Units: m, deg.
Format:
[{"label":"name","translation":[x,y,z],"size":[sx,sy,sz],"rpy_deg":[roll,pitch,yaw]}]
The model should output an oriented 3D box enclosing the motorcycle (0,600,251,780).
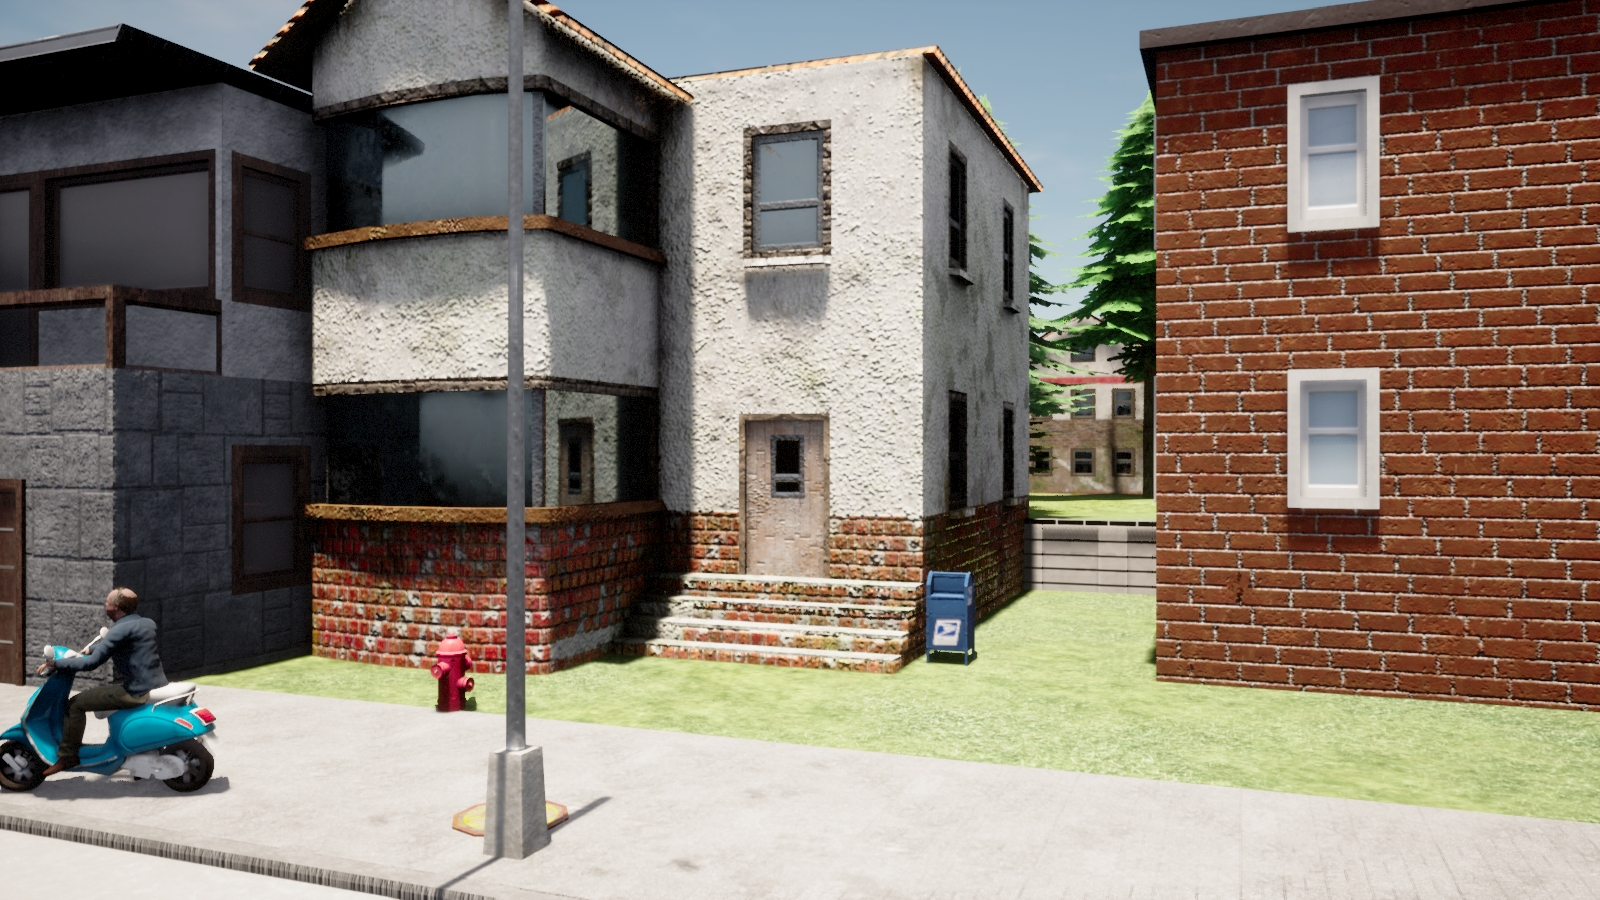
[{"label":"motorcycle","translation":[-5.442,1.858,9.019],"size":[1.805,1.236,0.856],"rpy_deg":[0,0,1]}]
